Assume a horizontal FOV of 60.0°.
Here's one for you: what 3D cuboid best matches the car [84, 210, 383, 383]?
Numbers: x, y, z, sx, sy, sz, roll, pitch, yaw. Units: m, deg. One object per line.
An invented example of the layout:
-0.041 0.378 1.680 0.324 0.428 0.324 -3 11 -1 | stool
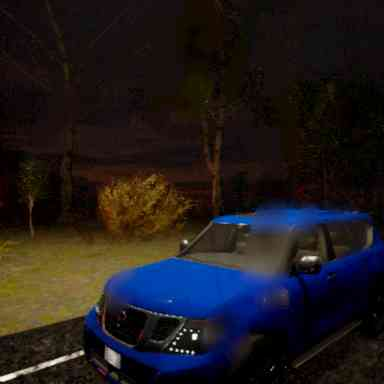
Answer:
1.230 1.334 5.211 5.566 2.045 2.150 1 -2 -43 | car
